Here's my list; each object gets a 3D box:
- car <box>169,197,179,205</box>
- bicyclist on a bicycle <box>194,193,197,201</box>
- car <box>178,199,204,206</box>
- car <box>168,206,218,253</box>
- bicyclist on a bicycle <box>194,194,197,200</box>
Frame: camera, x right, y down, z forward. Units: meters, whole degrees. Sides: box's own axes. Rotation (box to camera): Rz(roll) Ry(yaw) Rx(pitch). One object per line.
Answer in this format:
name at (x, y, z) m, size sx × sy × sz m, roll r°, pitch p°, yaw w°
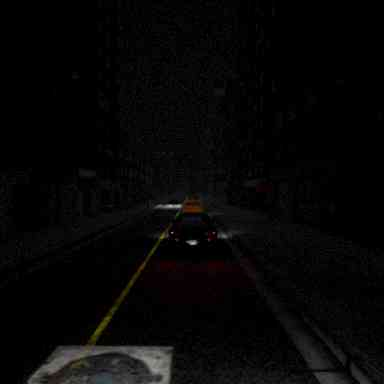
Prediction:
car at (-3.038, 1.590, 58.315) m, size 1.895 × 1.301 × 4.718 m, roll 0°, pitch 0°, yaw 1°
bicyclist on a bicycle at (0.833, 1.264, 82.458) m, size 0.659 × 1.776 × 1.843 m, roll 0°, pitch 0°, yaw 0°
car at (0.057, 1.489, 28.995) m, size 1.882 × 1.535 × 5.008 m, roll 0°, pitch 0°, yaw 0°
car at (0.053, 1.531, 13.558) m, size 1.812 × 1.442 × 4.674 m, roll 0°, pitch 0°, yaw 1°
bicyclist on a bicycle at (0.834, 1.386, 73.463) m, size 0.582 × 1.620 × 1.656 m, roll 0°, pitch 0°, yaw 0°
